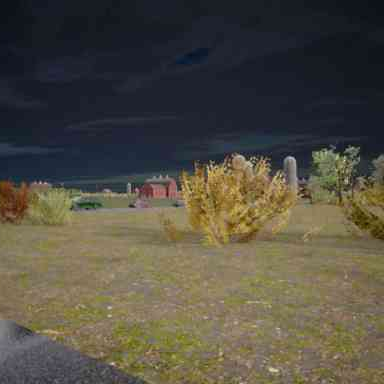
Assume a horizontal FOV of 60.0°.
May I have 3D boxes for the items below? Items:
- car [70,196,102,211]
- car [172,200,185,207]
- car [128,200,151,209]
[{"bbox_3d":[-15.411,1.599,47.118,2.150,2.045,5.566,-1,-1,36],"label":"car"},{"bbox_3d":[-1.369,2.073,60.467,2.033,1.411,5.357,-1,-1,36],"label":"car"},{"bbox_3d":[-8.855,2.065,56.232,1.994,1.385,4.181,-1,-1,36],"label":"car"}]
